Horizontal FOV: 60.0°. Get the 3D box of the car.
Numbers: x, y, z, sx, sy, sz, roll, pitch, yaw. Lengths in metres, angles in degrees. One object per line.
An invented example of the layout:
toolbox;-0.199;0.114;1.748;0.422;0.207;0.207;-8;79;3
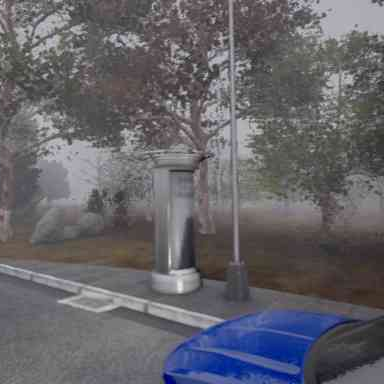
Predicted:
car;2.011;1.474;1.944;5.008;1.535;1.882;0;0;35
